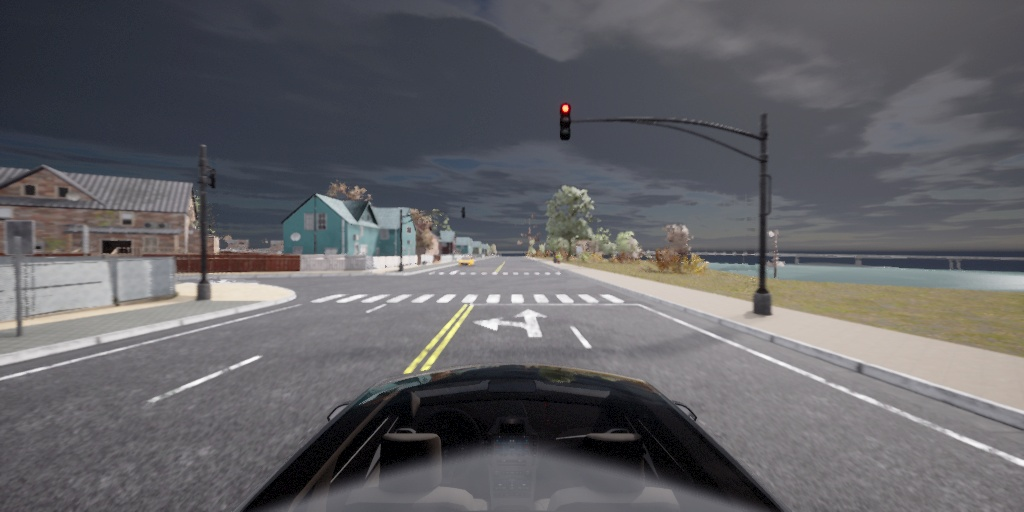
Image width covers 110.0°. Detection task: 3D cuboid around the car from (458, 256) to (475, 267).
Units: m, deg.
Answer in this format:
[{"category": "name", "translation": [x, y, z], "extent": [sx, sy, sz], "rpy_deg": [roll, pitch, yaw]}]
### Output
[{"category": "car", "translation": [-6.508, 0.777, 51.478], "extent": [1.882, 1.535, 5.008], "rpy_deg": [0, 2, 0]}]
